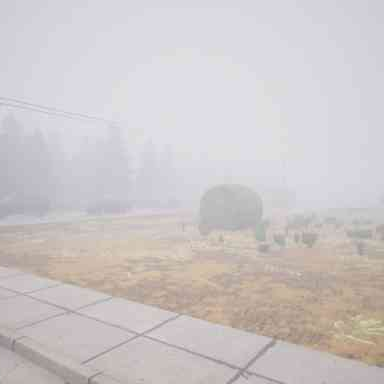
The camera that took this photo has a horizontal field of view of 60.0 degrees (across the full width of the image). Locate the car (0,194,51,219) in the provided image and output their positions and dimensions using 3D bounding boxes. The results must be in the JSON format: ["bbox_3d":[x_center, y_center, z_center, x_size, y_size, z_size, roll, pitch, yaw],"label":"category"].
[{"bbox_3d":[-15.476,1.248,29.693,2.150,2.045,5.566,0,0,36],"label":"car"}]

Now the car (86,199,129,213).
[{"bbox_3d":[-9.526,1.552,37.740,1.812,1.442,4.674,0,0,37],"label":"car"}]

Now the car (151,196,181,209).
[{"bbox_3d":[-3.559,1.379,45.816,2.097,1.767,4.553,0,0,37],"label":"car"}]

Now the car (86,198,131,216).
[{"bbox_3d":[-8.236,1.379,33.263,2.097,1.767,4.553,0,0,36],"label":"car"}]
